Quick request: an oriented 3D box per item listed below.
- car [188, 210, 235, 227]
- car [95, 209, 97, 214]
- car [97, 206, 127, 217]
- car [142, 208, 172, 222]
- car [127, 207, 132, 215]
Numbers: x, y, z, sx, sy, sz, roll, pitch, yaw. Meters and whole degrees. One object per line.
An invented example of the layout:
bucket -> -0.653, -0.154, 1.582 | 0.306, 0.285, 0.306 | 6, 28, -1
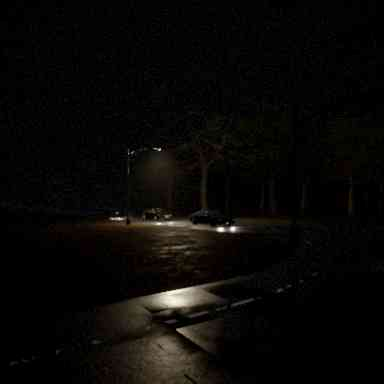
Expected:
car -> 1.592, 2.289, 29.748 | 2.033, 1.411, 5.357 | 0, -2, -30
car -> -17.517, 3.522, 65.417 | 1.882, 1.535, 5.008 | 1, -2, -33
car -> -12.300, 3.063, 50.941 | 2.128, 1.511, 4.902 | 1, -2, -33
car -> -4.093, 2.598, 38.381 | 1.837, 1.490, 4.892 | 1, -3, -33
car -> -11.802, 3.233, 56.698 | 2.128, 1.511, 4.902 | 1, -2, -33
